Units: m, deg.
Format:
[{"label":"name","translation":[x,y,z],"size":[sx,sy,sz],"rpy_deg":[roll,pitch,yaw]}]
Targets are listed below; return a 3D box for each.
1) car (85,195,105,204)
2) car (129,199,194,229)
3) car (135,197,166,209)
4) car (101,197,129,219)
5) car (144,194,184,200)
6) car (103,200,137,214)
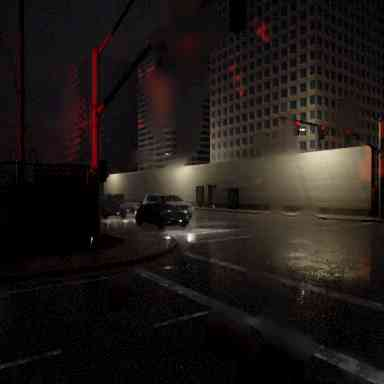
[{"label":"car","translation":[-18.239,1.436,62.676],"size":[2.128,1.511,4.902],"rpy_deg":[0,0,-36]},{"label":"car","translation":[-2.042,1.449,21.477],"size":[1.837,1.490,4.892],"rpy_deg":[0,0,-35]},{"label":"car","translation":[-5.680,1.436,45.054],"size":[2.128,1.511,4.902],"rpy_deg":[0,0,-35]},{"label":"car","translation":[-7.367,1.470,28.988],"size":[1.812,1.442,4.674],"rpy_deg":[0,0,-35]},{"label":"car","translation":[-2.106,1.166,27.636],"size":[2.150,2.045,5.566],"rpy_deg":[0,0,-35]},{"label":"car","translation":[-7.772,1.545,35.589],"size":[1.895,1.301,4.718],"rpy_deg":[0,0,-35]}]
